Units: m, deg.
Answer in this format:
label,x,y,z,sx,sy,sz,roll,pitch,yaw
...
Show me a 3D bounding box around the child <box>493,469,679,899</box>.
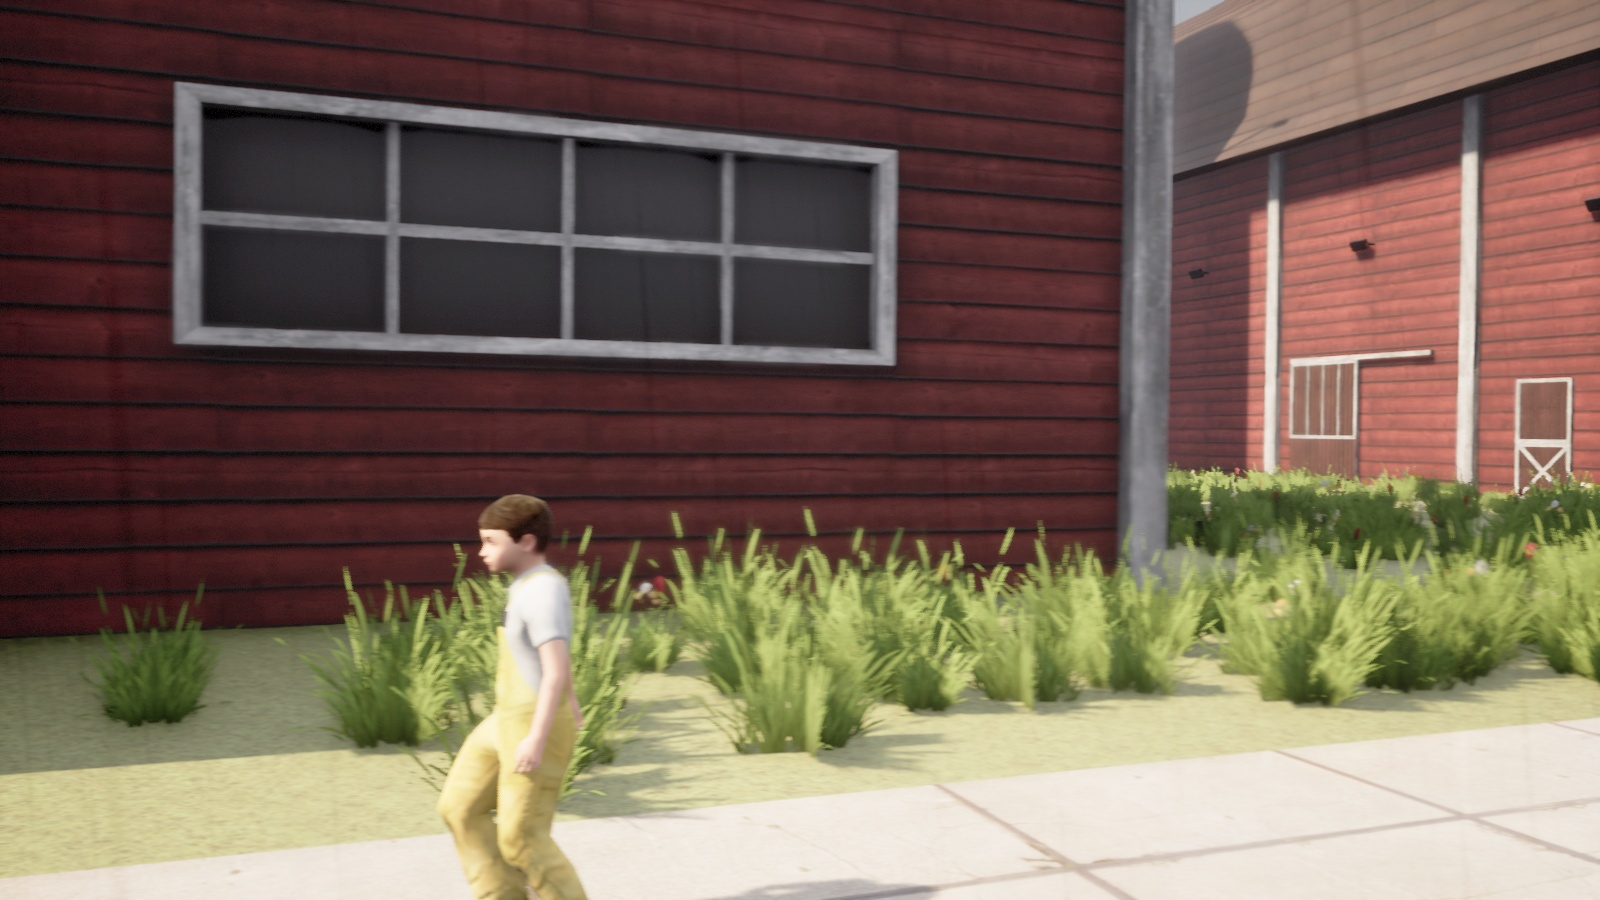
label,x,y,z,sx,sy,sz,roll,pitch,yaw
child,-0.584,0.691,3.412,0.437,1.263,0.270,-1,1,-21
